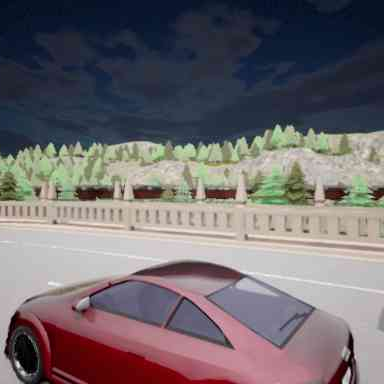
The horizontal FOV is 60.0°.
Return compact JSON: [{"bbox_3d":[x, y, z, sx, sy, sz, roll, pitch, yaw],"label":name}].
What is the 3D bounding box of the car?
[{"bbox_3d":[-0.346,1.548,3.969,4.181,1.385,1.994,0,0,34],"label":"car"}]
